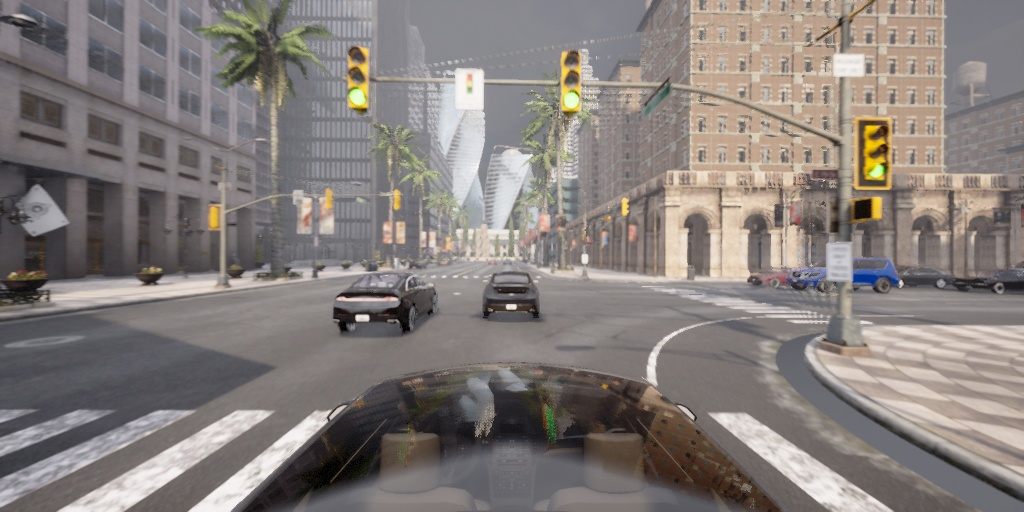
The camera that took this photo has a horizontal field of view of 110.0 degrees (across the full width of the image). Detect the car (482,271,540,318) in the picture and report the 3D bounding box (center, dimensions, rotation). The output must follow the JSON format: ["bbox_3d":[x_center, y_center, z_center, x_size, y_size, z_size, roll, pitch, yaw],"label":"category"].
[{"bbox_3d":[-0.049,1.275,13.125,1.837,1.490,4.892,0,0,-1],"label":"car"}]

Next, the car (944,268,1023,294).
[{"bbox_3d":[29.699,1.570,21.629,4.718,1.301,1.895,0,0,-1],"label":"car"}]

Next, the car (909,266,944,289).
[{"bbox_3d":[27.576,1.468,25.096,4.892,1.490,1.837,0,0,-1],"label":"car"}]

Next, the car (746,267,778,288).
[{"bbox_3d":[18.813,1.473,24.975,4.181,1.385,1.994,0,0,-1],"label":"car"}]

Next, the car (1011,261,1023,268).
[{"bbox_3d":[37.606,1.246,25.235,5.566,2.045,2.150,0,0,0],"label":"car"}]

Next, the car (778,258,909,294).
[{"bbox_3d":[19.685,1.129,21.487,5.566,2.045,2.150,0,0,-1],"label":"car"}]

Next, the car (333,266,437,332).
[{"bbox_3d":[-3.513,1.237,10.759,2.128,1.511,4.902,0,0,-1],"label":"car"}]
